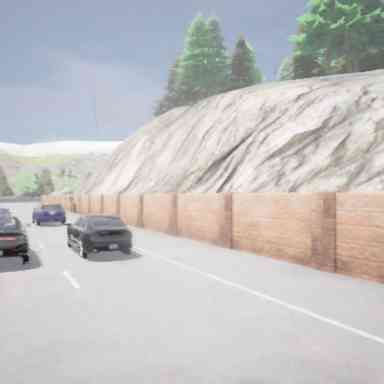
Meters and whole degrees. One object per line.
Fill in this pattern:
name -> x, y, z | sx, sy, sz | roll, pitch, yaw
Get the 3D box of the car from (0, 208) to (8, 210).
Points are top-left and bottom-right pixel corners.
car -> -13.409, 1.780, 22.957 | 2.033, 1.411, 5.357 | 1, -1, -30

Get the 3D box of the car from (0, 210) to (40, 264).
car -> -6.879, 1.612, 11.815 | 2.128, 1.511, 4.902 | 1, -1, -30

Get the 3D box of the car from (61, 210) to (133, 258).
car -> -3.920, 1.668, 13.691 | 1.837, 1.490, 4.892 | 1, 0, -30

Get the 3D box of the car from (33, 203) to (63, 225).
car -> -11.419, 1.643, 26.543 | 2.097, 1.767, 4.553 | 1, -1, -30
